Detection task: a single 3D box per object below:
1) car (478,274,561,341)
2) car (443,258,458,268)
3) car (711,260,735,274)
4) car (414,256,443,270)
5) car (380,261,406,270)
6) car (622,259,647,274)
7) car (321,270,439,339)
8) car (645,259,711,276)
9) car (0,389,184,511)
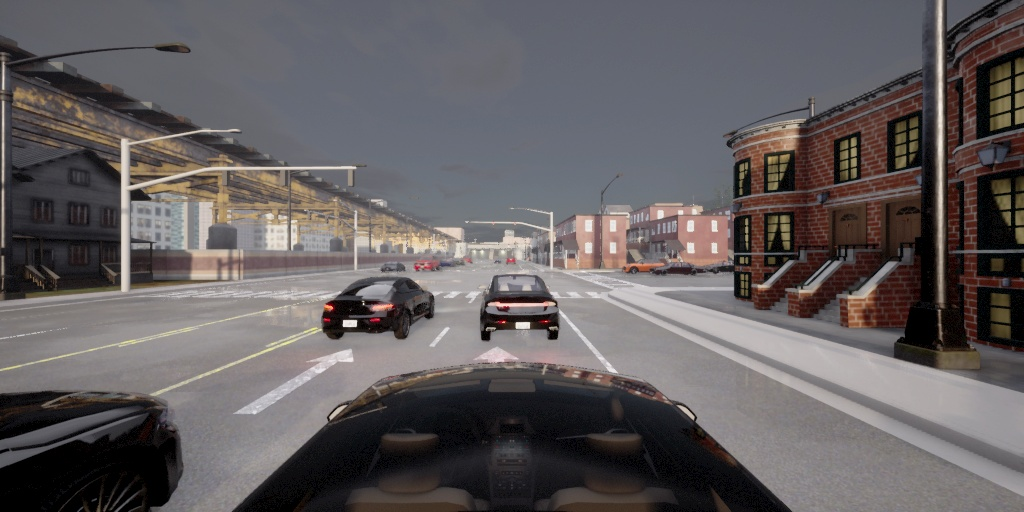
[{"bbox_3d":[0.092,1.242,9.918,2.128,1.511,4.902,0,0,-3],"label":"car"},{"bbox_3d":[-10.742,1.351,59.731,1.895,1.301,4.718,0,0,0],"label":"car"},{"bbox_3d":[23.889,1.241,40.242,4.902,1.511,2.128,0,0,0],"label":"car"},{"bbox_3d":[-10.717,0.974,45.575,2.150,2.045,5.566,0,0,0],"label":"car"},{"bbox_3d":[-14.213,1.314,42.981,1.994,1.385,4.181,0,0,0],"label":"car"},{"bbox_3d":[14.742,1.102,40.214,4.553,1.767,2.097,0,0,0],"label":"car"},{"bbox_3d":[-3.450,1.276,9.951,1.812,1.442,4.674,0,0,0],"label":"car"},{"bbox_3d":[16.898,1.297,36.730,5.357,1.411,2.033,0,0,0],"label":"car"},{"bbox_3d":[-3.395,1.242,0.684,2.128,1.511,4.902,0,0,0],"label":"car"}]
